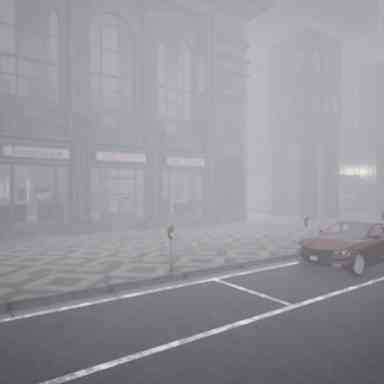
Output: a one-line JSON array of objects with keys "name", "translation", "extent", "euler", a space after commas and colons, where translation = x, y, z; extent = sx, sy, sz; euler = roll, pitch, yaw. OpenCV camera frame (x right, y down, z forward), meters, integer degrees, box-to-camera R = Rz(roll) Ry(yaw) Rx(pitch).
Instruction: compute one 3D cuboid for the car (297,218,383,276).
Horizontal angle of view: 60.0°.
[{"name": "car", "translation": [5.118, 1.540, 10.298], "extent": [4.507, 1.381, 1.887], "euler": [0, 0, -35]}]
